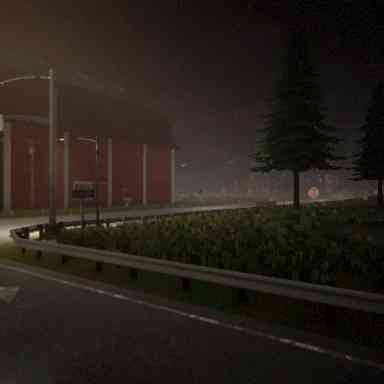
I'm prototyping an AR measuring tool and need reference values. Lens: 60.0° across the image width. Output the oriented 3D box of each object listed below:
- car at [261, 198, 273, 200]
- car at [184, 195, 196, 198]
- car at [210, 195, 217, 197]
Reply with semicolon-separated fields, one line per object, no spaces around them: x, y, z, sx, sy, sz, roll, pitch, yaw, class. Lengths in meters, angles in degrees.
12.000;1.691;53.788;1.895;1.301;4.718;0;0;37;car
-0.611;1.531;82.879;1.816;1.474;4.193;0;0;36;car
5.959;1.546;94.005;1.784;1.438;3.905;0;0;36;car
